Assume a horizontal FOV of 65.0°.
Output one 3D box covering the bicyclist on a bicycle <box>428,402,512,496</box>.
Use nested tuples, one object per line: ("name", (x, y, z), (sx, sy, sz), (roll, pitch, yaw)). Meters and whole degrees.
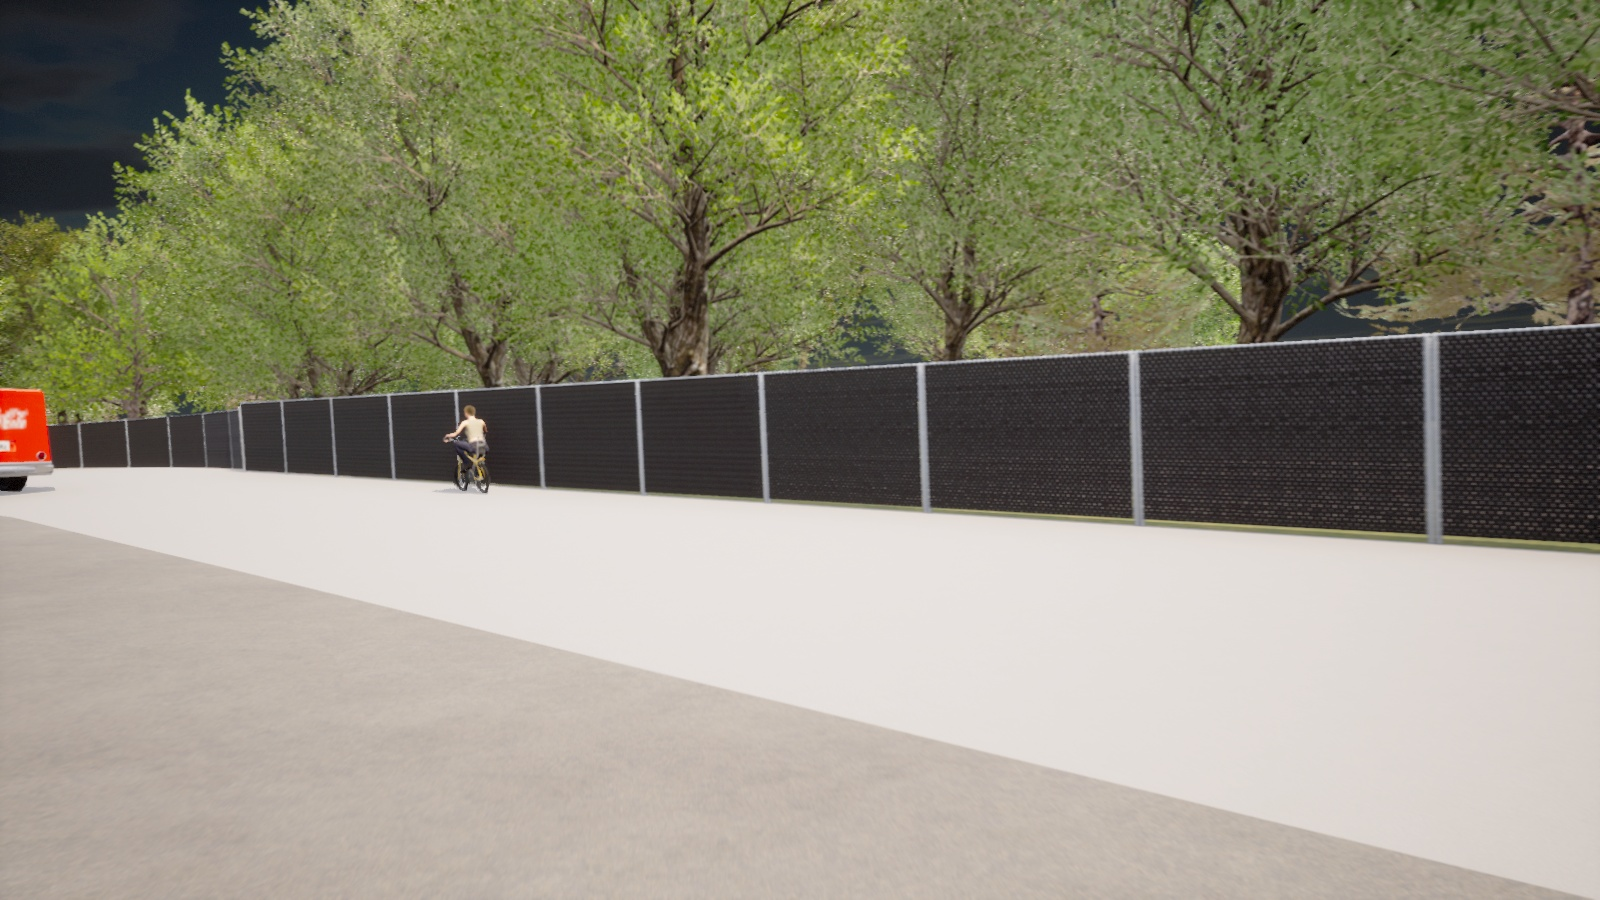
("bicyclist on a bicycle", (-6.080, -0.034, 23.108), (0.866, 1.612, 1.509), (-6, 4, -38))

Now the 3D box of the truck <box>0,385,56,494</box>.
("truck", (-20.528, -0.205, 29.535), (5.204, 2.467, 2.627), (-1, 1, 24))
